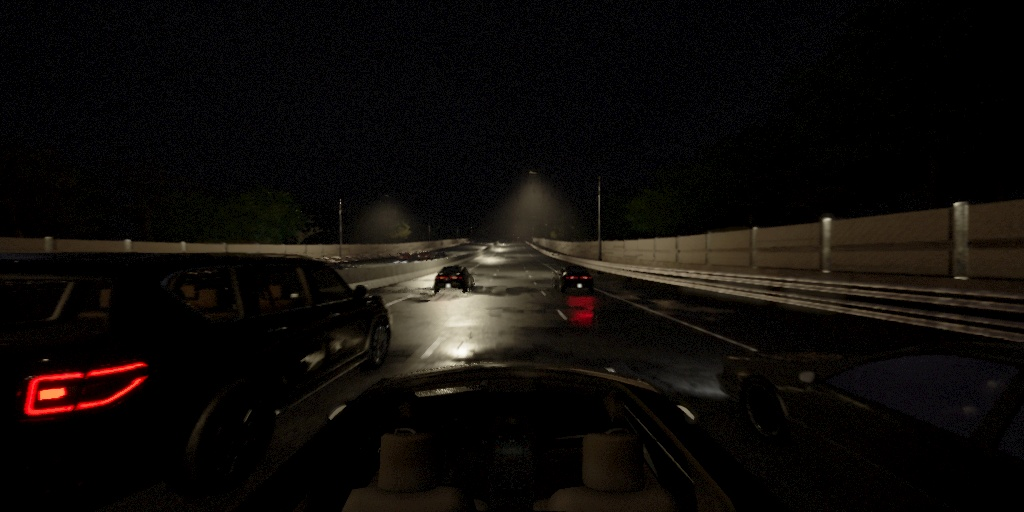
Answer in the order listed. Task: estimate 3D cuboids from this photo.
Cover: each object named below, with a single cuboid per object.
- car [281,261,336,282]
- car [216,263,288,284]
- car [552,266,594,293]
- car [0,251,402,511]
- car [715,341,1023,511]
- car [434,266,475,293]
[{"bbox_3d":[-17.583,1.256,31.276,1.882,1.535,5.008,0,1,0],"label":"car"},{"bbox_3d":[-21.091,1.343,29.471,2.033,1.411,5.357,0,1,0],"label":"car"},{"bbox_3d":[3.599,1.339,21.515,1.837,1.490,4.892,0,0,0],"label":"car"},{"bbox_3d":[-3.401,0.990,4.656,2.150,2.045,5.566,0,0,0],"label":"car"},{"bbox_3d":[3.599,1.300,2.238,2.033,1.411,5.357,0,0,0],"label":"car"},{"bbox_3d":[-3.401,1.338,21.565,1.837,1.490,4.892,0,0,0],"label":"car"}]
